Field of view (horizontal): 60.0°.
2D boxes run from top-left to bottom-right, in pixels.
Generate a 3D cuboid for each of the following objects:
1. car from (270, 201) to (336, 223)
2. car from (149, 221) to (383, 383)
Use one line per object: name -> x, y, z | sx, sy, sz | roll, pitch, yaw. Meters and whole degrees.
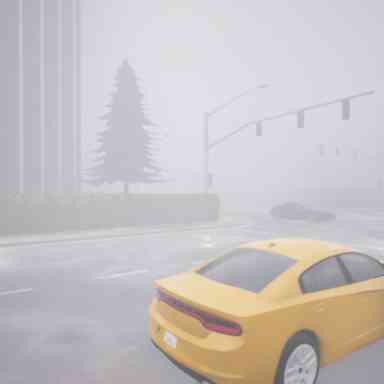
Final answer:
car -> 8.088, 1.430, 24.581 | 1.882, 1.535, 5.008 | 0, 0, -35
car -> 1.792, 1.459, 5.088 | 5.008, 1.535, 1.882 | 0, 0, -35
